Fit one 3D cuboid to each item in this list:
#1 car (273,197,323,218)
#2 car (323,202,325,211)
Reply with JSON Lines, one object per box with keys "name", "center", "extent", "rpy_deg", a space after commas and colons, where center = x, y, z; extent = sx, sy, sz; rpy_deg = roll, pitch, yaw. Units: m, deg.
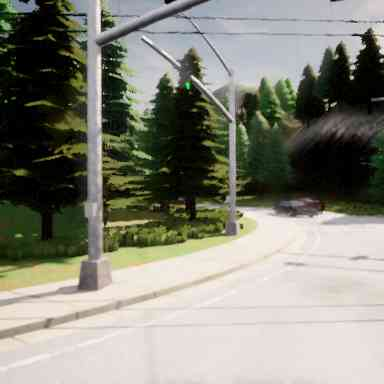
{"name": "car", "center": [8.843, 1.405, 28.980], "extent": [2.033, 1.411, 5.357], "rpy_deg": [0, 0, -9]}
{"name": "car", "center": [11.380, 1.304, 33.861], "extent": [1.882, 1.535, 5.008], "rpy_deg": [0, 0, -15]}
